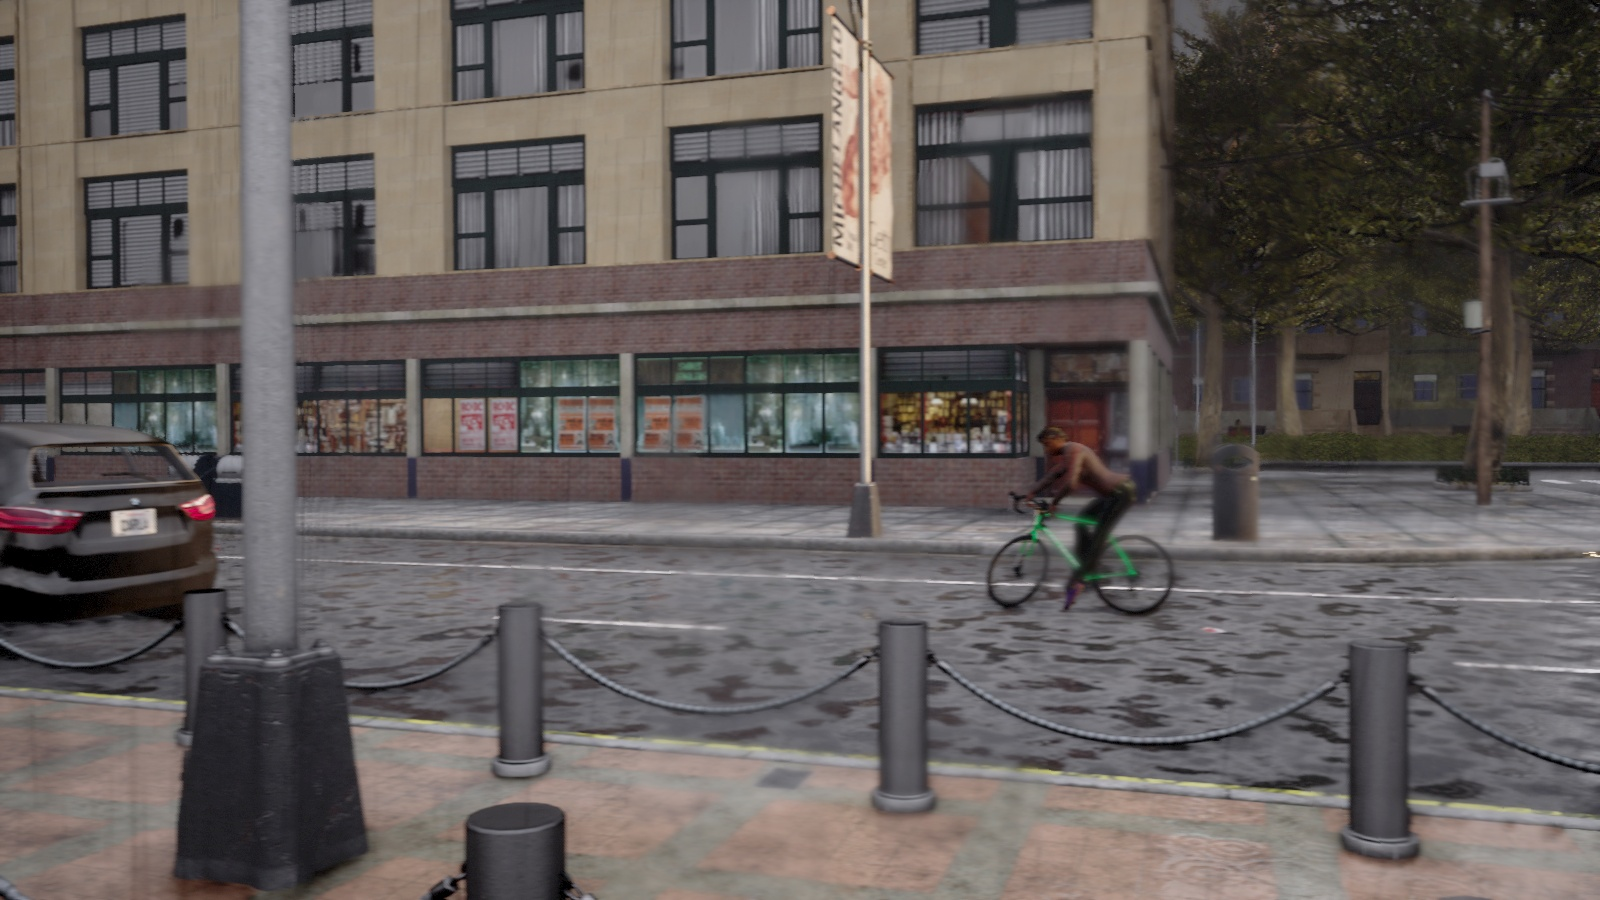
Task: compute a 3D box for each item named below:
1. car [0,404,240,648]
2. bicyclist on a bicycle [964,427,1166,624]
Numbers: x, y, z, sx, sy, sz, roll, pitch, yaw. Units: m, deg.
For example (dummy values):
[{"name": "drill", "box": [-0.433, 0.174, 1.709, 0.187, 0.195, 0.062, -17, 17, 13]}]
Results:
[{"name": "car", "box": [-7.310, 0.484, 10.346, 4.611, 1.667, 2.242, 0, 1, 18]}, {"name": "bicyclist on a bicycle", "box": [2.291, 0.617, 10.832, 1.656, 1.620, 0.582, 0, 1, 16]}]
